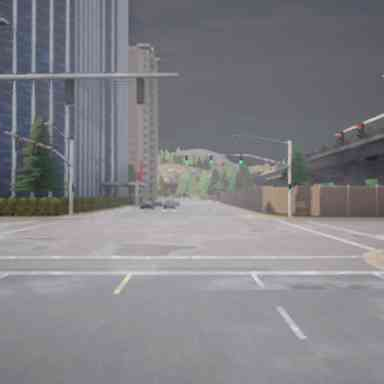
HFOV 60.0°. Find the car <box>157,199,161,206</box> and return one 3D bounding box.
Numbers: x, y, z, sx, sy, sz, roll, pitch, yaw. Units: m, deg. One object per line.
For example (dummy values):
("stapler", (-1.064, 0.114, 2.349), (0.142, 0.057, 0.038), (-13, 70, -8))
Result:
("car", (-7.051, 2.203, 68.021), (1.882, 1.535, 5.008), (0, 0, 0))

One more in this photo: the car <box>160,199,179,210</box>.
("car", (-3.602, 2.079, 53.617), (1.837, 1.490, 4.892), (0, -1, 0))

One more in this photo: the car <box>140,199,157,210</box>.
("car", (-7.105, 2.166, 52.825), (1.895, 1.301, 4.718), (0, -1, 0))
